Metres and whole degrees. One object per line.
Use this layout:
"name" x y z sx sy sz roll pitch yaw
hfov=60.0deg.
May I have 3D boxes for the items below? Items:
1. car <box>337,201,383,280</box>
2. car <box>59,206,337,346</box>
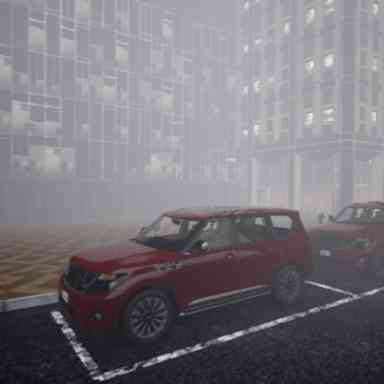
"car" 5.483 1.231 9.854 5.009 1.841 2.192 0 1 -34
"car" 0.217 1.231 6.339 5.009 1.841 2.192 0 1 -34
